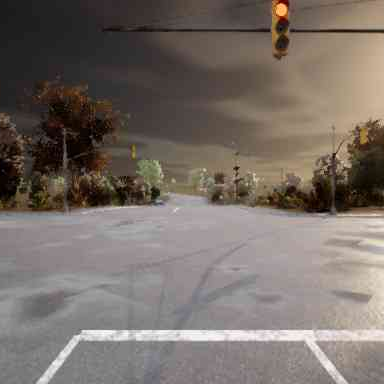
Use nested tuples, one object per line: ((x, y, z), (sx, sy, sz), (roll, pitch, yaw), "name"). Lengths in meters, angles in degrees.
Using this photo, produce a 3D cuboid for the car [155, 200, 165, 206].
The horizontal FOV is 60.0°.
((-7.000, 2.376, 72.389), (1.882, 1.535, 5.008), (0, -2, 0), "car")
